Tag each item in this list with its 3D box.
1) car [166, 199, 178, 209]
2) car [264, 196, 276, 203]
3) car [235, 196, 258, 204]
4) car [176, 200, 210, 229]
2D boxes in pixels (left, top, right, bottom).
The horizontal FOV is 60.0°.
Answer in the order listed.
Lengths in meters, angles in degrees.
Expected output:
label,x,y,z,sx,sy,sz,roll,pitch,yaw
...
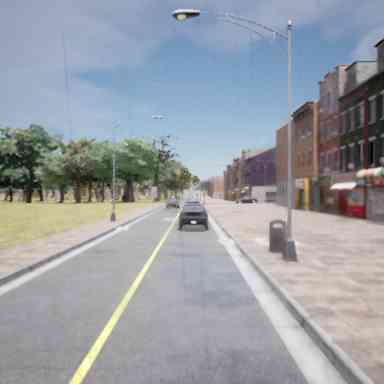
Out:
label,x,y,z,sx,sy,sz,roll,pitch,yaw
car,-2.765,1.675,48.426,2.033,1.411,5.357,0,-1,0
car,15.960,1.450,63.762,4.206,1.307,1.802,-1,1,0
car,10.429,1.539,63.763,4.403,1.369,2.008,-1,1,0
car,0.099,1.544,22.018,1.837,1.490,4.892,0,0,0
